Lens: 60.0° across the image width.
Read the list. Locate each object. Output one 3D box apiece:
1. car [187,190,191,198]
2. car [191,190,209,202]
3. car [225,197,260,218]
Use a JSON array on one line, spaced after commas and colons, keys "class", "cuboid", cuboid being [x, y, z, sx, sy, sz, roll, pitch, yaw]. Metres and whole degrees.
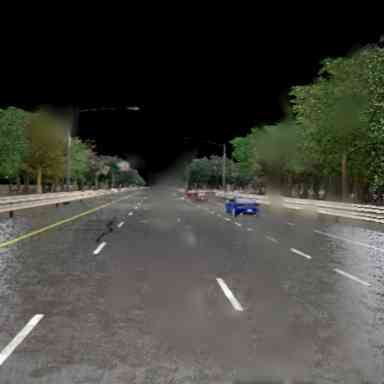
[{"class": "car", "cuboid": [0.053, 0.420, 66.172, 1.882, 1.535, 5.008, 1, 1, -1]}, {"class": "car", "cuboid": [1.340, 0.749, 50.232, 1.812, 1.442, 4.674, 1, 1, -6]}, {"class": "car", "cuboid": [3.924, 1.151, 26.646, 1.882, 1.535, 5.008, 1, 1, -6]}]
